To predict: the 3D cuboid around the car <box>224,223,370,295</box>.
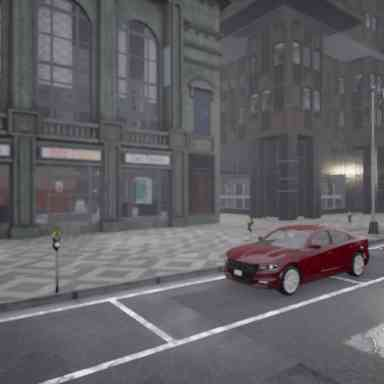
[{"bbox_3d":[2.852,1.544,8.685,4.507,1.381,1.887,0,0,-35],"label":"car"}]
